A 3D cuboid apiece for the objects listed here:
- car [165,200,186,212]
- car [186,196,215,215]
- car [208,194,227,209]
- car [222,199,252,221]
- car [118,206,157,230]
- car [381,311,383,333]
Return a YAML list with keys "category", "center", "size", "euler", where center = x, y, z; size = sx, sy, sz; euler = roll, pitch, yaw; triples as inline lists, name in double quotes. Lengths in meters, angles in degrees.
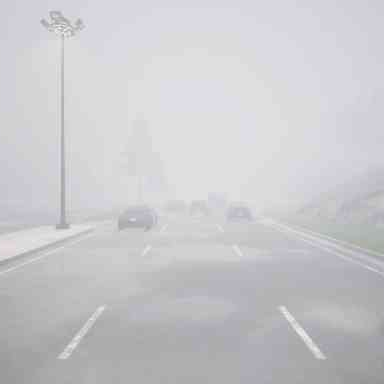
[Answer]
- category: "car"
  center: [-1.695, 1.564, 38.814]
  size: [1.994, 1.385, 4.181]
  euler: [0, 0, 13]
- category: "car"
  center: [0.924, 1.505, 34.293]
  size: [1.837, 1.490, 4.892]
  euler: [0, 0, 9]
- category: "car"
  center: [3.408, 1.221, 44.474]
  size: [2.150, 2.045, 5.566]
  euler: [0, 0, 16]
- category: "car"
  center: [3.735, 1.526, 27.198]
  size: [1.812, 1.442, 4.674]
  euler: [0, 0, 2]
- category: "car"
  center: [-3.387, 1.564, 21.233]
  size: [1.994, 1.385, 4.181]
  euler: [0, 0, 0]
- category: "car"
  center: [3.599, 1.526, 2.784]
  size: [1.812, 1.442, 4.674]
  euler: [0, 0, 0]
